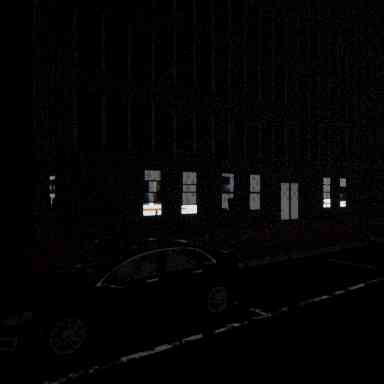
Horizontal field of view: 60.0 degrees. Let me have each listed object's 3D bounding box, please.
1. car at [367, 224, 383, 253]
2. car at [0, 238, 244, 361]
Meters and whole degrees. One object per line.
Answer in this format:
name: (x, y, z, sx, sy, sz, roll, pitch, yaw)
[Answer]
car: (8.237, 1.582, 12.437, 4.206, 1.307, 1.802, 0, 0, -36)
car: (-1.030, 1.551, 5.825, 4.403, 1.369, 2.008, 0, 0, -36)
